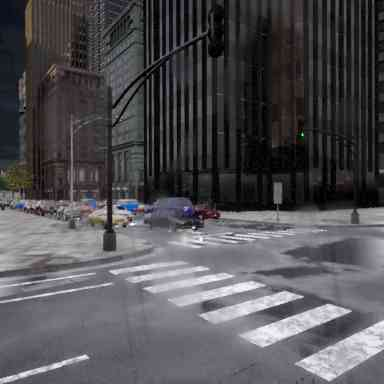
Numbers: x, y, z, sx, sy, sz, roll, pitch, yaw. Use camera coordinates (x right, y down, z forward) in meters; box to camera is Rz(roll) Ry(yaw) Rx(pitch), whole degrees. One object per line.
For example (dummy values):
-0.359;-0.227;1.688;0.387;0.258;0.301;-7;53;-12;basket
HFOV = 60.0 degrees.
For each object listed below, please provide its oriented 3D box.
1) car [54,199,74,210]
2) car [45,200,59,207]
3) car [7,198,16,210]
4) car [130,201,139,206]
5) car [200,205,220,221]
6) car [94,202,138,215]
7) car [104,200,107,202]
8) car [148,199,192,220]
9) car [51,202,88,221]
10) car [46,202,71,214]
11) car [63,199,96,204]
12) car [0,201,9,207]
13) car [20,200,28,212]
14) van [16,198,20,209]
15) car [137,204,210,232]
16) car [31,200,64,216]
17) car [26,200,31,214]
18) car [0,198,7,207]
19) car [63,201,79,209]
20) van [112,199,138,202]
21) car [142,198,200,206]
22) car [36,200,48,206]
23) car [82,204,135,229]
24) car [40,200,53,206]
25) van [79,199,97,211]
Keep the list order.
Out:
-21.809;2.120;56.514;2.097;1.767;4.553;0;-1;-36;car
-31.662;2.596;74.969;1.947;1.339;4.313;-1;0;-35;car
-31.886;2.355;60.550;1.967;1.590;4.097;-1;0;-35;car
-5.249;2.004;37.777;1.802;1.307;4.206;-1;0;-35;car
0.630;1.828;29.473;1.887;1.381;4.507;-1;0;-35;car
-7.012;1.902;30.122;1.812;1.442;4.674;0;-1;-35;car
-11.133;1.875;46.080;2.192;1.841;5.009;-1;0;-35;car
-2.315;1.668;33.625;2.192;1.841;5.009;-1;0;-35;car
-11.986;2.004;32.515;2.008;1.369;4.403;-1;0;-35;car
-18.871;2.146;46.918;2.128;1.511;4.902;0;-1;-35;car
-12.890;1.867;38.417;2.097;1.767;4.553;0;-1;-35;car
-44.332;2.773;78.092;1.802;1.307;4.206;-1;0;-35;car
-23.299;2.158;48.452;1.967;1.590;4.097;-1;0;-35;car
-26.129;2.124;52.436;1.690;1.788;3.998;-1;0;-35;van
-1.414;1.791;22.180;2.033;1.411;5.357;0;-1;-35;car
-17.647;1.901;40.484;2.192;1.841;5.009;-1;0;-35;car
-20.470;2.197;44.468;1.887;1.381;4.507;-1;0;-35;car
-41.221;2.668;73.707;1.887;1.381;4.507;-1;0;-35;car
-22.630;2.408;62.242;1.802;1.307;4.206;-1;0;-35;car
-8.194;1.833;41.929;1.690;1.788;3.998;-1;0;-35;van
-2.041;1.527;28.649;2.150;2.045;5.566;0;-1;-35;car
-37.684;2.711;83.454;2.008;1.369;4.403;-1;0;-35;car
-6.233;1.843;24.408;1.752;1.417;4.829;-1;0;-35;car
-34.674;2.662;79.212;1.947;1.339;4.313;-1;0;-35;car
-17.012;2.038;54.384;1.690;1.788;3.998;-1;0;-35;van
